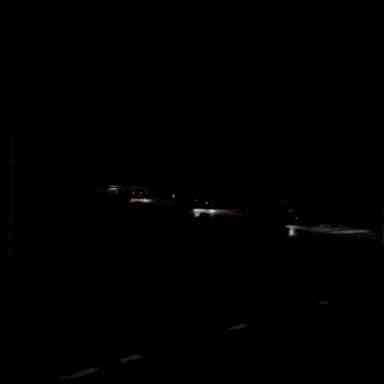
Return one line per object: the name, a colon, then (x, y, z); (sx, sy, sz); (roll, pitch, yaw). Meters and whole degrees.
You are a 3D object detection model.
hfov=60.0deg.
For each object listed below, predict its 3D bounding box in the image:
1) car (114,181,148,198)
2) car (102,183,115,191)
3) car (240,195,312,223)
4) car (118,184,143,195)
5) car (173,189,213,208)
car: (-7.452, -0.373, 41.746); (2.150, 2.045, 5.566); (2, 2, -31)
car: (-14.851, -0.896, 60.241); (2.128, 1.511, 4.902); (2, 2, -31)
car: (5.119, 0.962, 20.772); (1.882, 1.535, 5.008); (2, 2, -32)
car: (-9.497, -0.429, 51.327); (2.128, 1.511, 4.902); (2, 2, -31)
car: (-0.017, 0.550, 29.303); (1.837, 1.490, 4.892); (2, 2, -31)
